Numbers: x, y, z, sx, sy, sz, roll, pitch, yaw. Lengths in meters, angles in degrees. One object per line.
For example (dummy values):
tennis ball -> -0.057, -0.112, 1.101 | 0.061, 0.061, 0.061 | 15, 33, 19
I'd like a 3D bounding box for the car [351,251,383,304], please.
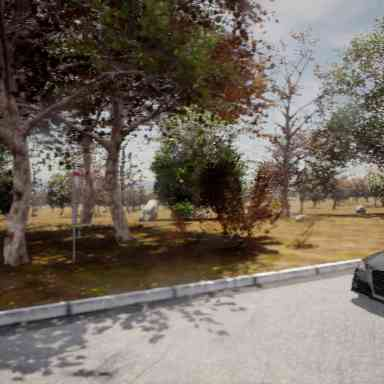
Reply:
car -> 5.178, 1.455, 6.561 | 4.181, 1.385, 1.994 | 0, 1, -27
